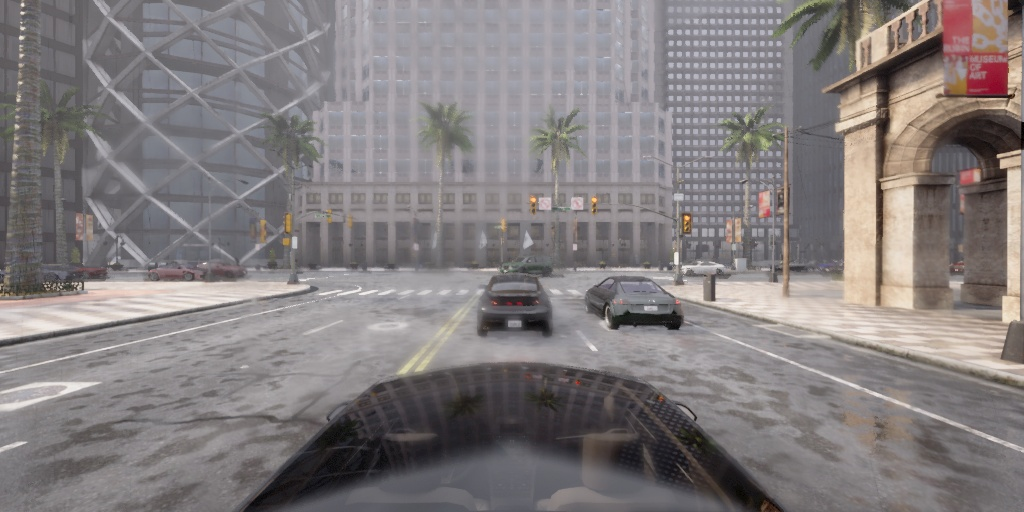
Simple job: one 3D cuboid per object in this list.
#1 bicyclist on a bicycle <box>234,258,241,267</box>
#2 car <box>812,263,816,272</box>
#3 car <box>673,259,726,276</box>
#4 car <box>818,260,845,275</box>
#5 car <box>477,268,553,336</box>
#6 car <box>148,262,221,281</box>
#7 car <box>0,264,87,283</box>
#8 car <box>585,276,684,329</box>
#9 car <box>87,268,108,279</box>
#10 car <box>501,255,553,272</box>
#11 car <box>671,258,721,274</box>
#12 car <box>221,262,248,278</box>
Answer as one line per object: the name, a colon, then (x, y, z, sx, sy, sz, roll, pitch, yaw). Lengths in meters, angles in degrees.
bicyclist on a bicycle: (-35.756, 1.050, 46.654, 0.582, 1.620, 1.656, 0, 0, -12)
car: (37.347, 1.227, 40.286, 5.008, 1.535, 1.882, 0, 0, 0)
car: (19.400, 1.276, 36.842, 4.674, 1.442, 1.812, 0, 0, 0)
car: (34.924, 1.227, 36.795, 5.008, 1.535, 1.882, 0, 0, 0)
car: (0.076, 1.255, 10.349, 1.837, 1.490, 4.892, 0, 0, 0)
car: (-27.017, 1.314, 29.430, 4.181, 1.385, 1.994, 0, 0, -4)
car: (-36.287, 1.313, 27.429, 4.181, 1.385, 1.994, 0, 0, -24)
car: (3.580, 1.314, 11.216, 1.994, 1.385, 4.181, 0, 0, 0)
car: (-38.041, 1.351, 30.584, 4.718, 1.301, 1.895, 0, 0, -23)
car: (1.412, 0.972, 32.773, 5.566, 2.045, 2.150, 0, -1, -44)
car: (20.587, 1.102, 40.338, 4.553, 1.767, 2.097, 0, 0, 0)
car: (-26.958, 1.276, 32.928, 4.674, 1.442, 1.812, 0, 0, -4)
